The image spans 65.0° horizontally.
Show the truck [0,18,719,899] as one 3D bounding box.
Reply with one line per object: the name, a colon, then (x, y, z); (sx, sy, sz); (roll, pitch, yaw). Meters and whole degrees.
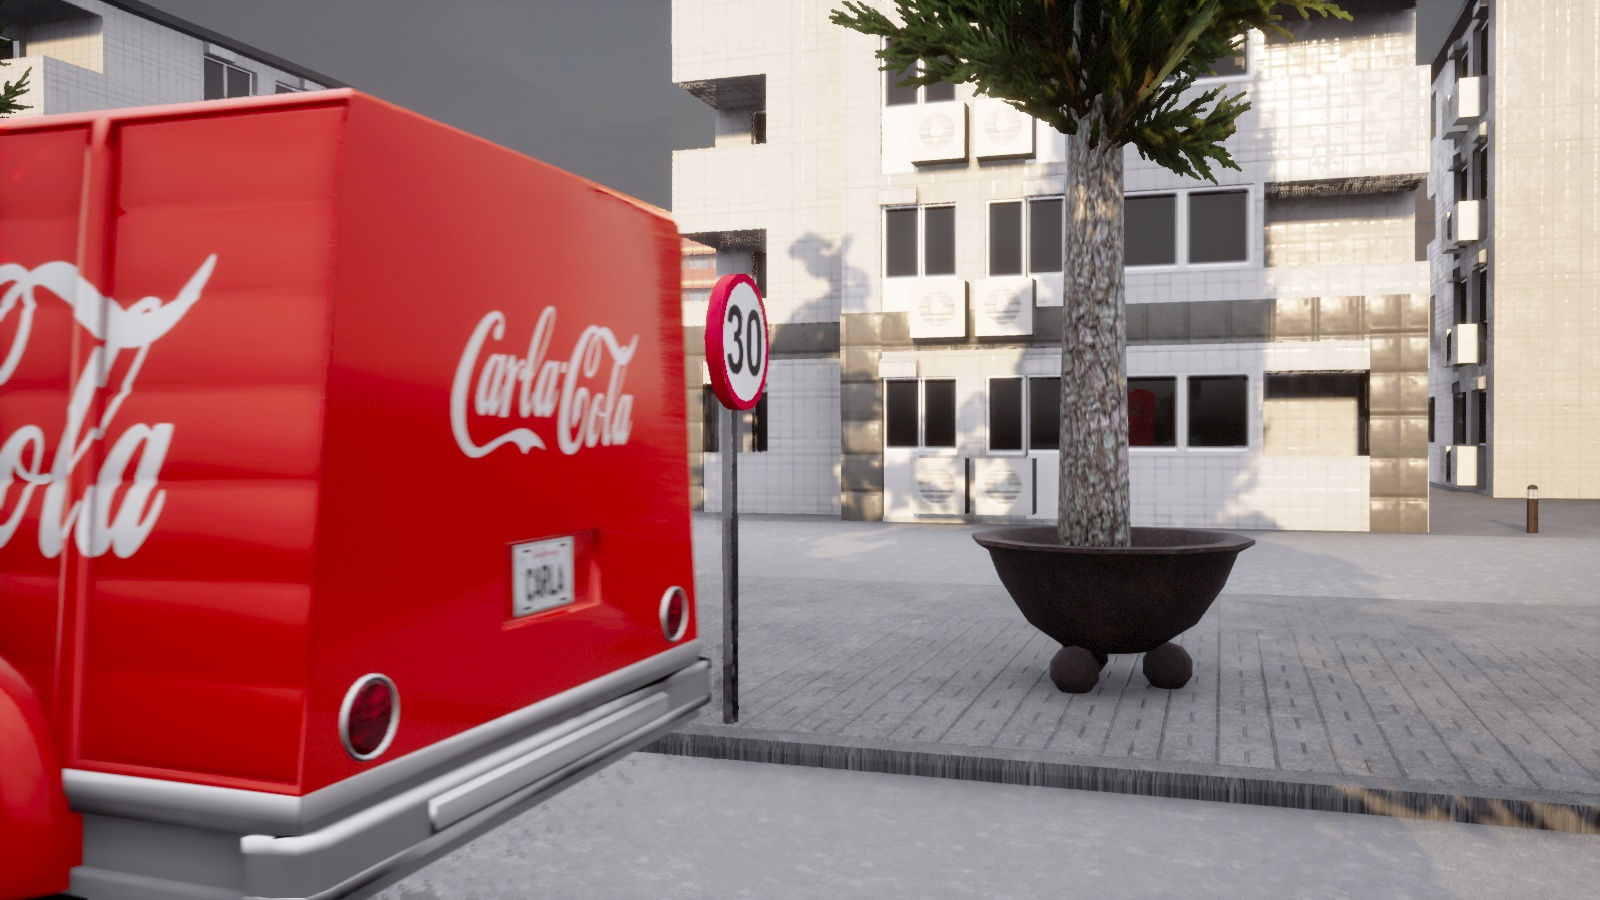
truck: (-3.231, 0.253, 4.802); (5.204, 2.467, 2.627); (1, 1, 19)
